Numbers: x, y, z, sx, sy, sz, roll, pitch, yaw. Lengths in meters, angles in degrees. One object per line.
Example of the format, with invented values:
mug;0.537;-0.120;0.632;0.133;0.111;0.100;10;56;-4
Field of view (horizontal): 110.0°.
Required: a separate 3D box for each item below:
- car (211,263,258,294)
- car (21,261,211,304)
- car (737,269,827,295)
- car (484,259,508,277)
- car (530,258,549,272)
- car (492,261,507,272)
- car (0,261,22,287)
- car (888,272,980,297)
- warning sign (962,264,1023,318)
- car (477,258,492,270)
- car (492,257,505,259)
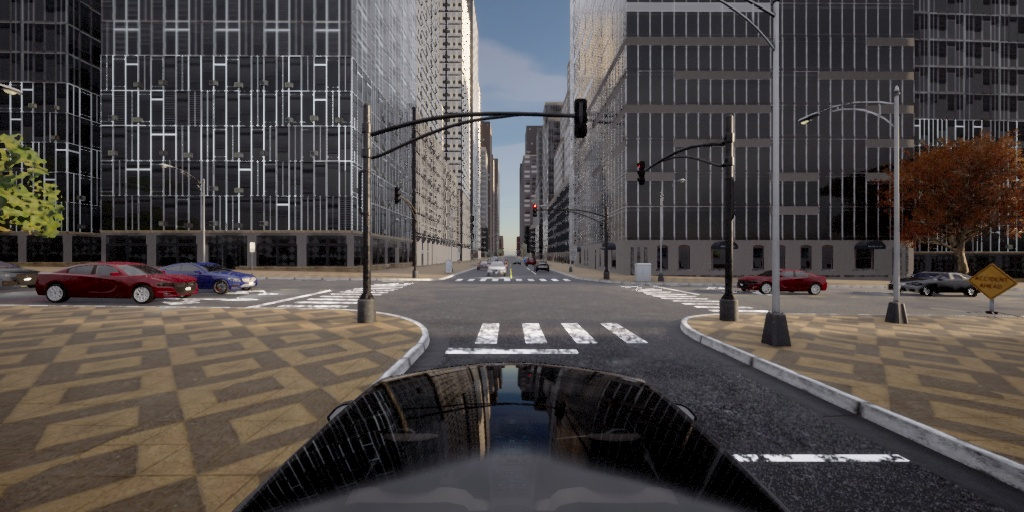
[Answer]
car;-14.977;1.026;17.352;4.674;1.442;1.812;1;0;-1
car;-15.288;0.973;14.080;5.008;1.535;1.882;1;0;-2
car;16.718;1.554;22.334;5.008;1.535;1.882;1;0;-3
car;-1.513;1.293;35.898;1.812;1.442;4.674;0;0;-2
car;3.844;1.329;46.676;1.948;1.339;4.313;0;0;0
car;-1.622;1.364;47.833;1.895;1.301;4.718;0;0;0
car;-24.903;0.882;16.875;4.181;1.385;1.994;1;0;-3
car;26.842;1.750;22.821;4.902;1.511;2.128;1;0;-3
warning sign;17.257;1.204;12.900;1.060;1.860;1.300;0;0;-3
car;-4.119;1.342;52.154;1.802;1.307;4.207;0;0;0
car;-1.679;1.109;58.487;2.097;1.767;4.553;0;0;-1
